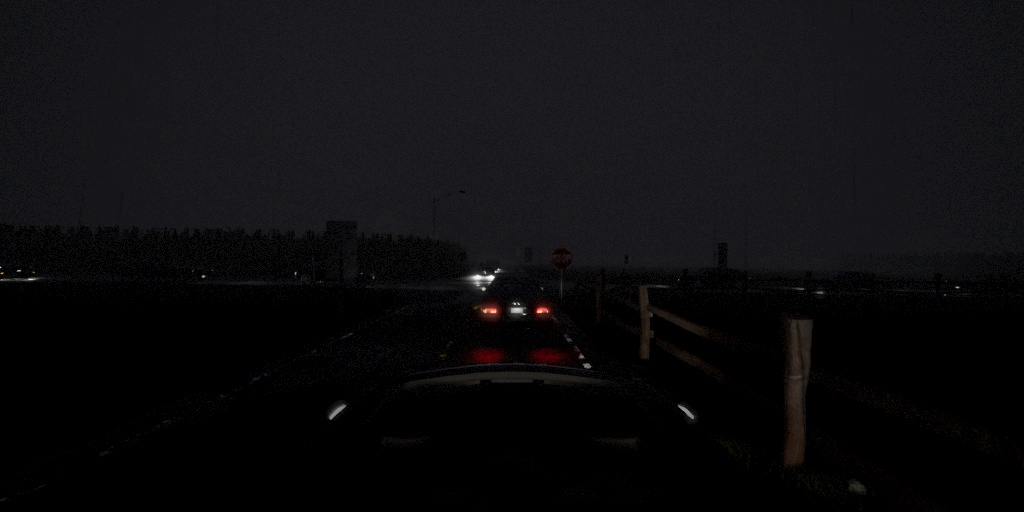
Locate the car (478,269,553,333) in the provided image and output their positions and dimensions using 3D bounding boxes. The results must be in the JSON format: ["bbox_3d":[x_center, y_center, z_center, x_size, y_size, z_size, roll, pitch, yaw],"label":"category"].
[{"bbox_3d":[0.047,1.299,10.723,2.033,1.411,5.357,0,0,-1],"label":"car"}]

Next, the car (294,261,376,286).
[{"bbox_3d":[-11.163,1.056,22.783,4.902,1.511,2.128,1,-1,5],"label":"car"}]

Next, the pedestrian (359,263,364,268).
[{"bbox_3d":[-12.223,1.170,29.119,0.375,1.300,0.375,0,-2,0],"label":"pedestrian"}]

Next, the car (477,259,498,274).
[{"bbox_3d":[-2.919,1.357,40.514,1.895,1.301,4.718,0,0,0],"label":"car"}]

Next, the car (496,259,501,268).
[{"bbox_3d":[-2.937,1.305,50.359,2.033,1.411,5.357,0,0,0],"label":"car"}]

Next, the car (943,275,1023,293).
[{"bbox_3d":[34.886,2.019,26.311,4.718,1.301,1.895,1,-1,0],"label":"car"}]

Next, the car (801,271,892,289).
[{"bbox_3d":[24.448,1.778,26.273,5.357,1.411,2.033,1,-1,0],"label":"car"}]

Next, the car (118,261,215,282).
[{"bbox_3d":[-22.072,0.974,23.095,4.718,1.301,1.895,1,-1,0],"label":"car"}]

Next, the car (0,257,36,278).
[{"bbox_3d":[-33.654,0.733,23.046,4.181,1.385,1.994,1,-1,0],"label":"car"}]

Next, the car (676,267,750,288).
[{"bbox_3d":[14.613,1.559,26.222,4.892,1.490,1.837,1,-1,0],"label":"car"}]
